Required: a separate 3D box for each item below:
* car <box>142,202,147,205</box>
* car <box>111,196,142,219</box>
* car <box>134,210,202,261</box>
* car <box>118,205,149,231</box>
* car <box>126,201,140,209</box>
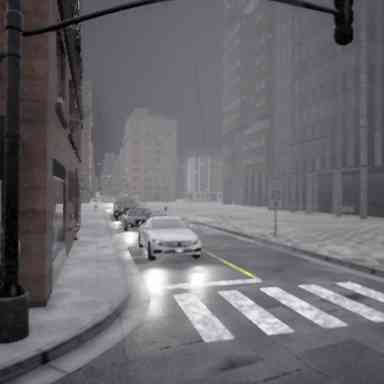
[{"bbox_3d":[-7.438,2.122,47.777,1.895,1.301,4.718,0,-1,-16],"label":"car"},{"bbox_3d":[-6.634,1.577,33.138,2.150,2.045,5.566,0,-1,-15],"label":"car"},{"bbox_3d":[-1.032,1.674,13.248,1.812,1.442,4.674,0,-1,-16],"label":"car"},{"bbox_3d":[-3.750,1.812,22.835,1.994,1.385,4.181,0,-1,-16],"label":"car"},{"bbox_3d":[-10.211,2.224,57.626,1.895,1.301,4.718,0,-1,-15],"label":"car"}]
